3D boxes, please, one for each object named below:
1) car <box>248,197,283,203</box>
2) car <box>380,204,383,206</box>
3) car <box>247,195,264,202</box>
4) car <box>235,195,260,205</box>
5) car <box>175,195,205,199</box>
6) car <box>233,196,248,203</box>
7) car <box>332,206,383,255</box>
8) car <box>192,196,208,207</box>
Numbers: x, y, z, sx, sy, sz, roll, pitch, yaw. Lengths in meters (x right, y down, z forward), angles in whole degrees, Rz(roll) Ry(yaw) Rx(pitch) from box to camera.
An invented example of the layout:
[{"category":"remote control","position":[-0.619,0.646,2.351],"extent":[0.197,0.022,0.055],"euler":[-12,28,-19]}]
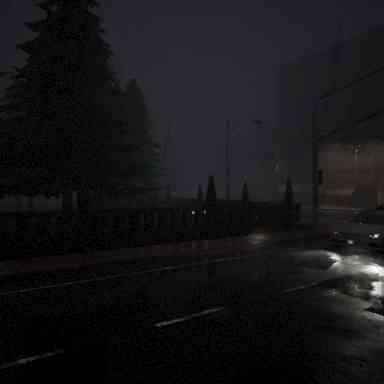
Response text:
[{"category":"car","position":[7.205,1.470,28.955],"extent":[1.812,1.442,4.674],"euler":[0,0,-33]},{"category":"car","position":[15.186,1.564,24.464],"extent":[1.895,1.301,4.718],"euler":[0,1,-44]},{"category":"car","position":[14.852,1.469,77.601],"extent":[1.812,1.442,4.674],"euler":[0,0,40]},{"category":"car","position":[6.174,1.422,37.261],"extent":[1.882,1.535,5.008],"euler":[0,0,-28]},{"category":"car","position":[-0.142,1.435,42.694],"extent":[2.128,1.511,4.902],"euler":[0,0,-18]},{"category":"car","position":[10.063,1.492,68.486],"extent":[2.033,1.411,5.357],"euler":[0,0,20]},{"category":"car","position":[7.545,1.526,13.531],"extent":[4.674,1.442,1.812],"euler":[0,1,-39]},{"category":"car","position":[1.176,1.422,52.433],"extent":[1.882,1.535,5.008],"euler":[0,0,-5]}]
